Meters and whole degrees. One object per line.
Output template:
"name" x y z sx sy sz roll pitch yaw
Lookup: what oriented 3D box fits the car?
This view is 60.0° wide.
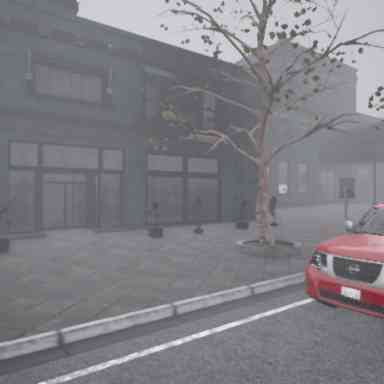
"car" 4.691 1.185 6.724 5.566 2.045 2.150 0 0 -36
